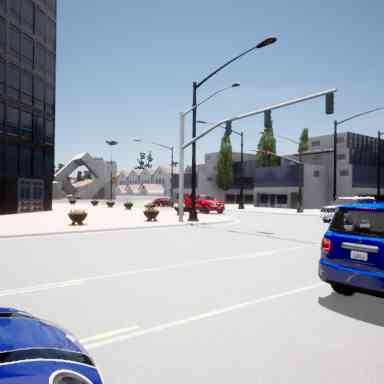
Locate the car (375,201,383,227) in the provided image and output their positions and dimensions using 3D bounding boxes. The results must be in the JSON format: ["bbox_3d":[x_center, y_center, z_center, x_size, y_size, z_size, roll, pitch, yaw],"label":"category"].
[{"bbox_3d":[15.040,1.505,23.370,4.553,1.767,2.097,1,0,-36],"label":"car"}]

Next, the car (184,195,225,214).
[{"bbox_3d":[1.267,1.313,36.702,2.150,2.045,5.566,1,-1,-35],"label":"car"}]

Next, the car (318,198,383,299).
[{"bbox_3d":[5.179,1.239,7.497,5.566,2.045,2.150,0,0,-35],"label":"car"}]

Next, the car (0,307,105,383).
[{"bbox_3d":[-2.747,1.352,1.783,4.553,1.767,2.097,0,0,-35],"label":"car"}]

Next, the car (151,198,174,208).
[{"bbox_3d":[-4.715,1.622,51.671,1.882,1.535,5.008,1,-1,-34],"label":"car"}]

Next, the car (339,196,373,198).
[{"bbox_3d":[12.228,1.365,25.657,5.566,2.045,2.150,1,0,-36],"label":"car"}]
